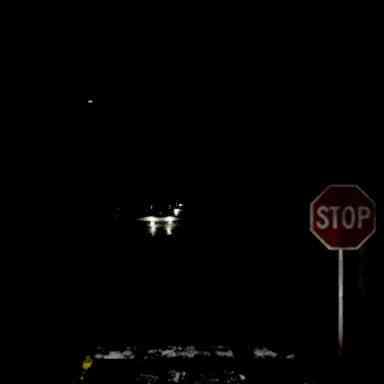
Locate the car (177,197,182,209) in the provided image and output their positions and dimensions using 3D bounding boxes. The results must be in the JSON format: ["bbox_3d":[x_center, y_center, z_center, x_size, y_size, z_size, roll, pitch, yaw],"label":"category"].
[{"bbox_3d":[-2.831,1.369,45.674,2.097,1.767,4.553,0,0,0],"label":"car"}]

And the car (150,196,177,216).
[{"bbox_3d":[-2.840,1.354,32.283,2.097,1.767,4.553,0,0,0],"label":"car"}]
